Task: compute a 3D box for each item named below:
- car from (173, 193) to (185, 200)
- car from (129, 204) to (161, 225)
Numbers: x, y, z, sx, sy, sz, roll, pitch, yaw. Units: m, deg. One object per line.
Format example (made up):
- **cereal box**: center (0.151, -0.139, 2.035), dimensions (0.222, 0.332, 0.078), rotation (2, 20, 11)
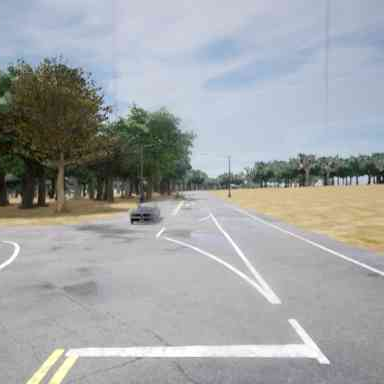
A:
- **car**: center (-2.687, 0.917, 70.135), dimensions (1.994, 1.385, 4.181), rotation (0, 1, 5)
- **car**: center (-3.451, 1.589, 25.165), dimensions (1.895, 1.301, 4.718), rotation (-1, 2, 0)
